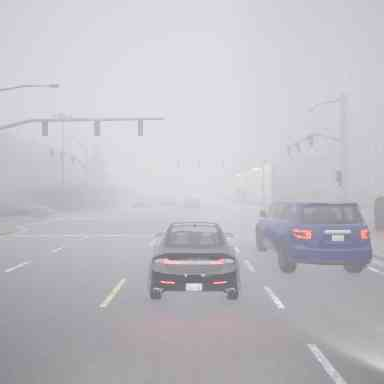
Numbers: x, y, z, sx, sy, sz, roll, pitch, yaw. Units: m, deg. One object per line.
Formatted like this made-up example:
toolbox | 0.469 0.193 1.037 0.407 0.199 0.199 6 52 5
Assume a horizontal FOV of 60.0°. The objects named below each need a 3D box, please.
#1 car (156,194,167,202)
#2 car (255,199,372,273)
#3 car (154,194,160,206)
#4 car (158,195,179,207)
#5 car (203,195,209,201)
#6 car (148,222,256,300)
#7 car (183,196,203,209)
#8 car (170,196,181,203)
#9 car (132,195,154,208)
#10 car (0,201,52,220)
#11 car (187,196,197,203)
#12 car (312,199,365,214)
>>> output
car | -6.992 1.355 76.460 2.097 1.767 4.553 0 0 0
car | 3.572 1.221 10.834 2.150 2.045 5.566 0 0 0
car | -7.079 1.352 56.092 2.097 1.767 4.553 0 0 0
car | -3.581 1.547 51.885 2.033 1.411 5.357 0 0 0
car | 3.509 1.525 88.823 2.128 1.511 4.902 0 0 0
car | 0.058 1.492 8.391 2.128 1.511 4.902 0 0 0
car | 0.019 1.350 44.563 2.097 1.767 4.553 0 0 2
car | -3.493 1.540 71.880 2.033 1.411 5.357 0 0 0
car | -7.140 1.352 47.268 2.097 1.767 4.553 0 0 2
car | -14.624 1.543 28.512 4.902 1.511 2.128 0 0 -2
car | 0.034 1.555 72.184 1.994 1.385 4.181 0 0 0
car | 15.586 1.560 35.628 4.892 1.490 1.837 0 0 0
